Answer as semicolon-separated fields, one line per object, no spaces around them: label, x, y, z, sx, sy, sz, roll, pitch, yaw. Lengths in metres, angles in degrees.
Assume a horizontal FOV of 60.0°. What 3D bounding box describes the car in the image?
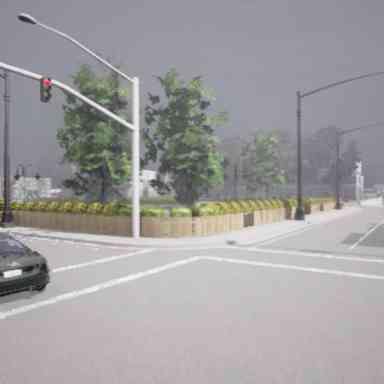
car;-5.323;1.697;8.209;4.181;1.385;1.994;-1;0;38
